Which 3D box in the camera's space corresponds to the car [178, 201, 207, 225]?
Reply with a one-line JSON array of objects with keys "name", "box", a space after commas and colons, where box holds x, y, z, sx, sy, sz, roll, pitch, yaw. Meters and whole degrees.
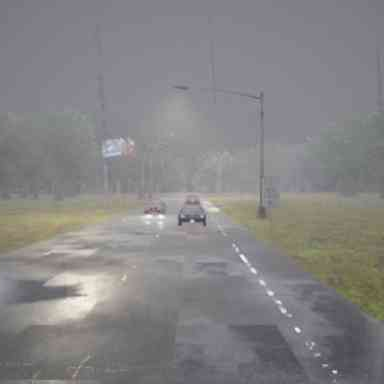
[{"name": "car", "box": [0.031, 1.558, 23.297, 1.895, 1.301, 4.718, 0, 0, 1]}]

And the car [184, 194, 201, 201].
[{"name": "car", "box": [0.071, 1.122, 43.374, 2.097, 1.767, 4.553, 0, 1, 0]}]

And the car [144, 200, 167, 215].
[{"name": "car", "box": [-3.546, 1.453, 32.976, 1.994, 1.385, 4.181, 0, 0, 1]}]
